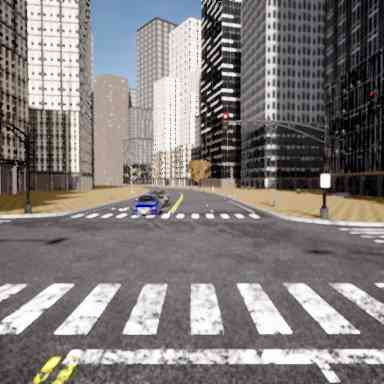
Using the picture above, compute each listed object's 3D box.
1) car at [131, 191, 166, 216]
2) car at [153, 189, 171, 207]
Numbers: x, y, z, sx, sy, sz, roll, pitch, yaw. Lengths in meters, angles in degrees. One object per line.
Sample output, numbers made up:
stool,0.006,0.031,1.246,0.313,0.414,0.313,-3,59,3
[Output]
car,-3.250,0.960,24.632,1.812,1.442,4.674,0,3,0
car,-3.259,0.528,32.941,2.097,1.767,4.553,0,1,0
